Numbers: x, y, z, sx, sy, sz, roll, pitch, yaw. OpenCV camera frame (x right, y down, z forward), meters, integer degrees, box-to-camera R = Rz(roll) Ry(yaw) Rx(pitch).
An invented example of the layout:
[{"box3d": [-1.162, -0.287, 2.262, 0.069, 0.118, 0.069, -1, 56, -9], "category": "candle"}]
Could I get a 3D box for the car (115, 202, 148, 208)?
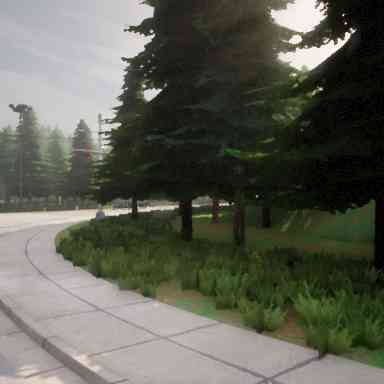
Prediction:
[{"box3d": [-7.915, 1.486, 43.967, 2.128, 1.511, 4.902, 0, 0, 38], "category": "car"}]
